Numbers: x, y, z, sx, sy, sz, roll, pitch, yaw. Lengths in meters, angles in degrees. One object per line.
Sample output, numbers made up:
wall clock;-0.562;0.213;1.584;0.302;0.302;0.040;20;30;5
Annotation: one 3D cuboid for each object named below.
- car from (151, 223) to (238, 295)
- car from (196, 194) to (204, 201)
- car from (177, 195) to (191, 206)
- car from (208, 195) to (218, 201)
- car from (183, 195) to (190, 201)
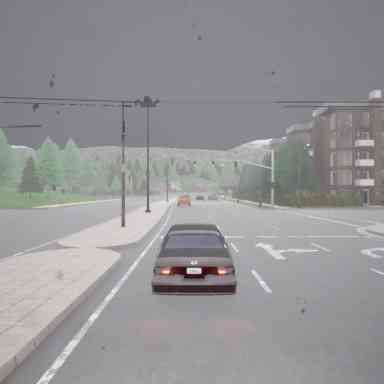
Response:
car;0.052;1.547;8.841;2.033;1.411;5.357;0;0;0
car;2.069;1.477;85.448;1.882;1.535;5.008;0;0;0
car;-1.300;1.352;54.588;2.097;1.767;4.553;0;0;-1
car;5.569;1.539;85.452;2.033;1.411;5.357;0;0;0
car;-1.431;1.523;85.413;1.812;1.442;4.674;0;0;0
